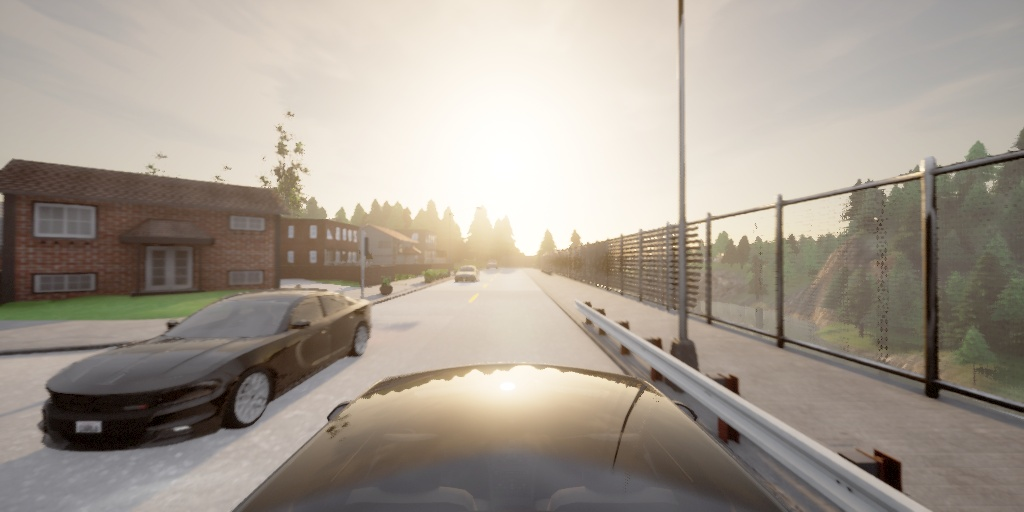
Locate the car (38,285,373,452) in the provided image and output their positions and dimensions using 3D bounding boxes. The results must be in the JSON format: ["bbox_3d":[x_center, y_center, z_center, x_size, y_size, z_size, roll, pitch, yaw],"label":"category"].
[{"bbox_3d":[-3.993,1.324,5.878,1.882,1.535,5.008,0,0,0],"label":"car"}]

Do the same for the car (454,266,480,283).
[{"bbox_3d":[-3.987,1.668,32.367,1.837,1.490,4.892,0,1,0],"label":"car"}]
